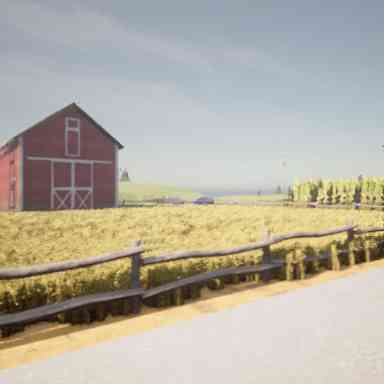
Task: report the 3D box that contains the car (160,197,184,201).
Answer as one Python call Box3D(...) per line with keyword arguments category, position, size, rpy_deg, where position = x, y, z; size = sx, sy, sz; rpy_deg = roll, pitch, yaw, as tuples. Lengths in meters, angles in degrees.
Box3D(category="car", position=(-2.707, 1.527, 56.465), size=(2.033, 1.411, 5.357), rpy_deg=(0, 0, -35))

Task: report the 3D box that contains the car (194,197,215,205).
Box3D(category="car", position=(2.121, 1.503, 55.280), size=(1.812, 1.442, 4.674), rpy_deg=(0, 0, -35))
